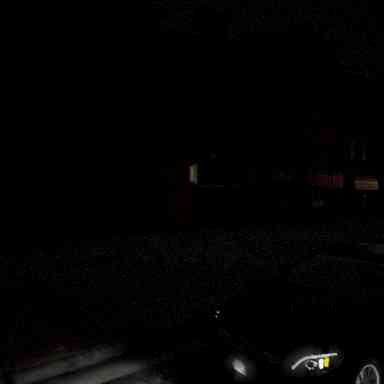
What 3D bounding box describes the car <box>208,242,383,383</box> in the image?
[{"bbox_3d":[2.389,1.520,4.762,4.674,1.442,1.812,0,0,-35],"label":"car"}]
